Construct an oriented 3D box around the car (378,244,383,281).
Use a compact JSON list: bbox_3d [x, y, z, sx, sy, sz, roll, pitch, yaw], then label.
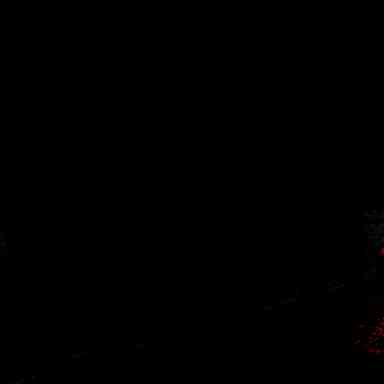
[{"bbox_3d":[6.506,1.475,8.110,5.008,1.535,1.882,0,0,-35],"label":"car"}]
